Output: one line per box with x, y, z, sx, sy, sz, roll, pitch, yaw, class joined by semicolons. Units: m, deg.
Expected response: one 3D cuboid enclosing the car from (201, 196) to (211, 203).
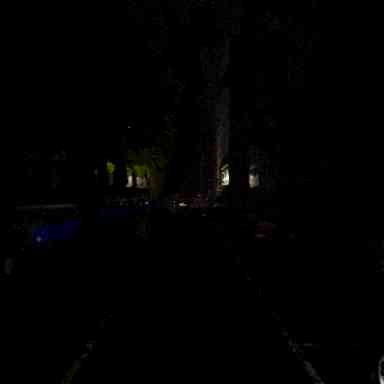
2.835;1.641;69.780;1.947;1.339;4.313;0;0;0;car

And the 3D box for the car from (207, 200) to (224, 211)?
2.842;1.646;41.478;1.802;1.307;4.206;0;0;0;car

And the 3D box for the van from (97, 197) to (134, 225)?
-5.678;1.387;24.472;1.690;1.788;3.998;0;0;0;van

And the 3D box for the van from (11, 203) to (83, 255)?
-5.675;1.369;13.156;1.690;1.788;3.998;0;0;0;van

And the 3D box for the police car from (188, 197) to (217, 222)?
0.891;1.475;26.900;1.930;1.638;5.238;0;0;0;police car

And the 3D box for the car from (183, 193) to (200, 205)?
-0.020;1.293;62.272;2.150;2.045;5.566;0;0;0;car

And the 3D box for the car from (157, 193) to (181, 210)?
-3.098;1.290;45.111;2.150;2.045;5.566;0;0;0;car

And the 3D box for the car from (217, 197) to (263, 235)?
2.847;1.353;18.836;2.192;1.841;5.009;0;0;0;car

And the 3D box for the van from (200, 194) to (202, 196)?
2.836;1.416;64.120;1.690;1.788;3.998;0;0;0;van

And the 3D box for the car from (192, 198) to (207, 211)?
0.887;1.591;42.790;1.812;1.442;4.674;0;0;0;car

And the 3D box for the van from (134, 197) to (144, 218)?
-5.680;1.394;30.130;1.690;1.788;3.998;0;0;0;van

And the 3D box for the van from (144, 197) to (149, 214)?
-5.681;1.400;35.788;1.690;1.788;3.998;0;0;0;van

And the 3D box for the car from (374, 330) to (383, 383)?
2.853;1.571;1.854;1.947;1.339;4.313;0;0;0;car

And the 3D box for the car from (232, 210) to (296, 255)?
2.850;1.610;13.175;1.802;1.307;4.206;0;0;0;car

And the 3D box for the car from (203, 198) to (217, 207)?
2.839;1.616;52.799;1.887;1.381;4.507;0;0;0;car

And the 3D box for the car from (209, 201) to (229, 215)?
2.844;1.641;35.817;1.802;1.307;4.206;0;0;0;car

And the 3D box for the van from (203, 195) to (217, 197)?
2.840;1.410;47.139;1.690;1.788;3.998;0;0;0;van

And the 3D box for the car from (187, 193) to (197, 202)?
-0.024;1.156;77.378;2.150;2.045;5.566;0;0;0;car

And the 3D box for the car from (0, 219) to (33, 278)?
-5.673;1.562;7.498;1.887;1.381;4.507;0;0;0;car

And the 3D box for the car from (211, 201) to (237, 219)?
2.846;1.598;30.157;1.887;1.381;4.507;0;0;0;car
